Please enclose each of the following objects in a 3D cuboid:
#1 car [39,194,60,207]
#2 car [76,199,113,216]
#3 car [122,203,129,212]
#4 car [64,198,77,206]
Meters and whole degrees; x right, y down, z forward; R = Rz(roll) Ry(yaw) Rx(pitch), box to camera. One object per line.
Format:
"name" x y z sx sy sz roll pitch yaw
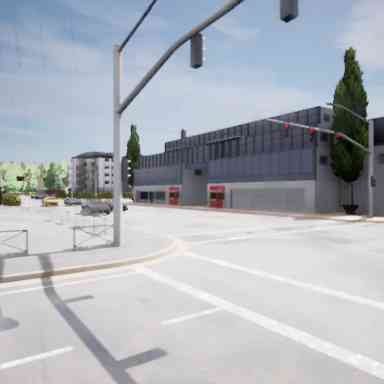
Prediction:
"car" -21.691 1.475 50.987 1.882 1.535 5.008 0 0 -33
"car" -9.513 1.502 32.636 1.837 1.490 4.892 0 0 -34
"car" -9.123 1.543 38.345 2.033 1.411 5.357 0 0 -34
"car" -19.285 1.599 53.705 2.033 1.411 5.357 0 0 -34
